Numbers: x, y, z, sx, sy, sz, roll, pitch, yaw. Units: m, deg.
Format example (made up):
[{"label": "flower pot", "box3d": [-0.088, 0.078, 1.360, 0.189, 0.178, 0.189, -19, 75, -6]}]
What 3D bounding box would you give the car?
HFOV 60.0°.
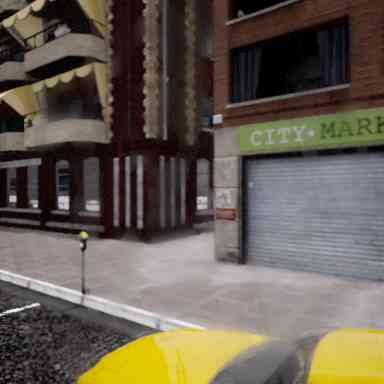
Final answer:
[{"label": "car", "box3d": [1.150, 1.525, 2.055, 4.829, 1.417, 1.752, 0, 0, 35]}]
